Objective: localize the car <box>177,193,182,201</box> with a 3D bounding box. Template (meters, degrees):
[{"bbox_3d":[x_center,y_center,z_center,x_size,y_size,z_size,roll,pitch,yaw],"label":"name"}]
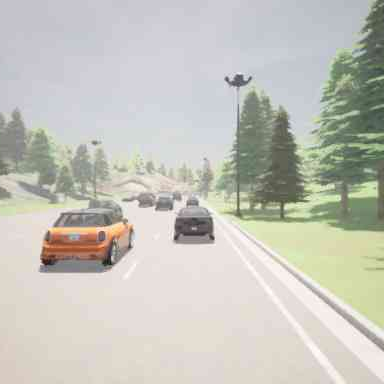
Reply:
[{"bbox_3d":[-3.516,1.188,77.347,2.150,2.045,5.566,0,0,0],"label":"car"}]

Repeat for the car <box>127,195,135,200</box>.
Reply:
[{"bbox_3d":[-14.015,1.553,72.762,1.895,1.301,4.718,0,0,0],"label":"car"}]

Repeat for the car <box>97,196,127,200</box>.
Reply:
[{"bbox_3d":[-6.905,1.339,26.403,2.097,1.767,4.553,0,0,0],"label":"car"}]

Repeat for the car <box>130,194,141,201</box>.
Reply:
[{"bbox_3d":[-14.018,1.395,82.733,2.128,1.511,4.902,0,0,0],"label":"car"}]

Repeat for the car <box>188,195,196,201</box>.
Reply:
[{"bbox_3d":[-0.018,1.501,82.735,2.033,1.411,5.357,0,0,0],"label":"car"}]

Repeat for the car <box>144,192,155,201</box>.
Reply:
[{"bbox_3d":[-10.518,1.095,83.180,2.150,2.045,5.566,0,0,0],"label":"car"}]

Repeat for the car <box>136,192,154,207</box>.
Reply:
[{"bbox_3d":[-6.911,1.327,51.752,2.097,1.767,4.553,0,0,0],"label":"car"}]

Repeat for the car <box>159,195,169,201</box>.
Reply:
[{"bbox_3d":[-7.018,1.500,84.400,2.033,1.411,5.357,0,0,0],"label":"car"}]

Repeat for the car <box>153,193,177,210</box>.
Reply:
[{"bbox_3d":[-3.409,1.332,42.803,2.097,1.767,4.553,0,0,0],"label":"car"}]

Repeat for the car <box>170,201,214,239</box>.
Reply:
[{"bbox_3d":[0.097,1.469,17.234,1.882,1.535,5.008,0,0,0],"label":"car"}]

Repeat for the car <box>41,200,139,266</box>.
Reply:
[{"bbox_3d":[-3.401,1.346,11.725,2.097,1.767,4.553,0,0,0],"label":"car"}]

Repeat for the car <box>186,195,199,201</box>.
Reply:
[{"bbox_3d":[0.089,1.468,49.513,2.128,1.511,4.902,0,0,0],"label":"car"}]
